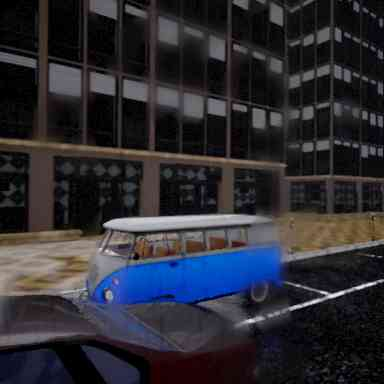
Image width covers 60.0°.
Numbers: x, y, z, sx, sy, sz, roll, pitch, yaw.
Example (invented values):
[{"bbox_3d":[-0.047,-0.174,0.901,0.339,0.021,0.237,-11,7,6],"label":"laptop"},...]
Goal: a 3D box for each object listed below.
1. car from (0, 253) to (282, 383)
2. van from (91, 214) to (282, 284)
[{"bbox_3d":[-1.829,1.546,2.072,5.357,1.411,2.033,0,0,-36],"label":"car"},{"bbox_3d":[-0.004,1.362,6.553,3.998,1.788,1.690,0,0,-36],"label":"van"}]
